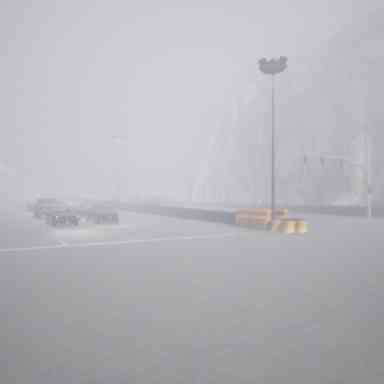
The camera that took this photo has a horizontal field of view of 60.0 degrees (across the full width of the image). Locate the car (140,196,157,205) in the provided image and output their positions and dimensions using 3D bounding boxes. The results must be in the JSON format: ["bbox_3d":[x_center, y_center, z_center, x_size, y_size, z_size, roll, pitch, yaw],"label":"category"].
[{"bbox_3d":[-9.800,1.921,74.554,2.097,1.767,4.553,1,0,-30],"label":"car"}]

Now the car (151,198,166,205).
[{"bbox_3d":[-7.902,2.151,78.257,1.812,1.442,4.674,1,0,-30],"label":"car"}]

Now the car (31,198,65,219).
[{"bbox_3d":[-14.996,1.614,34.448,2.150,2.045,5.566,1,-1,-30],"label":"car"}]

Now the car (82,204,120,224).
[{"bbox_3d":[-7.863,1.849,29.149,1.882,1.535,5.008,1,-1,-30],"label":"car"}]

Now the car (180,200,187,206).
[{"bbox_3d":[-3.027,2.284,69.855,1.895,1.301,4.718,1,0,-30],"label":"car"}]

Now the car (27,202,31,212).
[{"bbox_3d":[-21.338,2.025,45.407,1.895,1.301,4.718,1,0,-30],"label":"car"}]

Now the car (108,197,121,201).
[{"bbox_3d":[-16.911,1.875,72.876,2.097,1.767,4.553,1,0,-30],"label":"car"}]

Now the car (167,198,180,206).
[{"bbox_3d":[-4.786,2.013,65.895,2.097,1.767,4.553,1,0,-30],"label":"car"}]

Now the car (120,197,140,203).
[{"bbox_3d":[-11.727,2.183,64.110,1.895,1.301,4.718,1,0,-30],"label":"car"}]

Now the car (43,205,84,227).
[{"bbox_3d":[-10.236,1.927,26.275,1.895,1.301,4.718,1,-1,-30],"label":"car"}]

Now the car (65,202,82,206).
[{"bbox_3d":[-12.564,2.038,37.224,1.895,1.301,4.718,1,-1,-30],"label":"car"}]

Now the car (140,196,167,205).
[{"bbox_3d":[-7.548,1.849,63.886,2.150,2.045,5.566,1,0,-30],"label":"car"}]
